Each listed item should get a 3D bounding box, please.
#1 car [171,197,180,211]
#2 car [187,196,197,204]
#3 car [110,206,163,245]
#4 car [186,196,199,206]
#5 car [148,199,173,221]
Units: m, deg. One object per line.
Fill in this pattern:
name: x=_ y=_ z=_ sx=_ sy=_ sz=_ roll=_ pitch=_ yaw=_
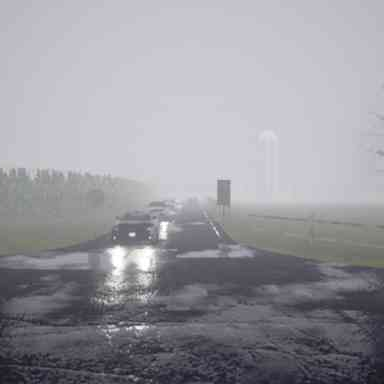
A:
car: x=-2.833 y=1.517 z=40.060 sx=2.033 sy=1.411 sz=5.357 roll=0 pitch=0 yaw=0
car: x=-0.011 y=1.493 z=62.618 sx=1.812 sy=1.442 sz=4.674 roll=0 pitch=0 yaw=0
car: x=-2.552 y=1.548 z=15.485 sx=1.994 sy=1.385 sz=4.181 roll=0 pitch=0 yaw=-4
car: x=0.095 y=1.512 z=52.168 sx=2.033 sy=1.411 sz=5.357 roll=0 pitch=0 yaw=0
car: x=-2.851 y=1.501 z=27.267 sx=1.812 sy=1.442 sz=4.674 roll=0 pitch=0 yaw=0
